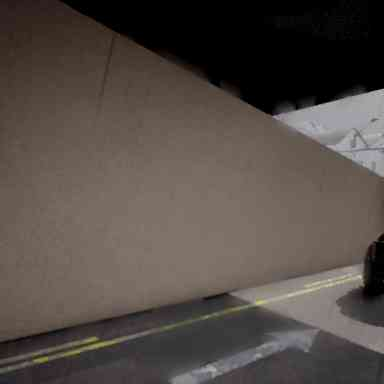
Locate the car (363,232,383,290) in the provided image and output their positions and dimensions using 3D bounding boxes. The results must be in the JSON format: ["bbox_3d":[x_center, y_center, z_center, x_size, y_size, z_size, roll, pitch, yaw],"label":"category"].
[{"bbox_3d":[6.269,1.466,8.231,4.553,1.767,2.097,1,-1,-35],"label":"car"}]
